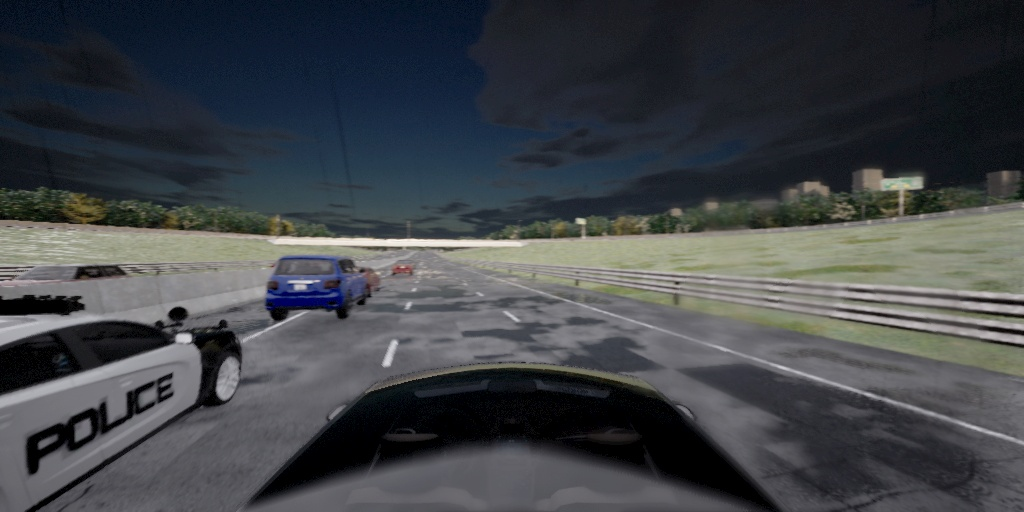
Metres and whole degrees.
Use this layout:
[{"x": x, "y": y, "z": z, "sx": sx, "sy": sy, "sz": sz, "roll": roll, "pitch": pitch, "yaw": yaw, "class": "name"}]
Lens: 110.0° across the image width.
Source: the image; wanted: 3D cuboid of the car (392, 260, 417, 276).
[{"x": -11.976, "y": 1.211, "z": 39.644, "sx": 2.097, "sy": 1.767, "sz": 4.553, "roll": 0, "pitch": 0, "yaw": -13, "class": "car"}]

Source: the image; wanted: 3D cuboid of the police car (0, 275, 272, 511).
[{"x": -4.364, "y": 1.165, "z": 3.168, "sx": 1.930, "sy": 1.638, "sz": 5.238, "roll": 0, "pitch": 0, "yaw": -13, "class": "police car"}]

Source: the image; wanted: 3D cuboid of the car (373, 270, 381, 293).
[{"x": -8.029, "y": 1.259, "z": 18.644, "sx": 1.882, "sy": 1.535, "sz": 5.008, "roll": 0, "pitch": 0, "yaw": -13, "class": "car"}]

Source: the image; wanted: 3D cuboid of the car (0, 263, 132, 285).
[{"x": -16.545, "y": 1.088, "z": 13.219, "sx": 2.097, "sy": 1.767, "sz": 4.553, "roll": 0, "pitch": 0, "yaw": -13, "class": "car"}]

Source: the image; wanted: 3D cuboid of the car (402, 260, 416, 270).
[{"x": -15.876, "y": 1.384, "z": 55.612, "sx": 1.837, "sy": 1.490, "sz": 4.892, "roll": 0, "pitch": 0, "yaw": -13, "class": "car"}]

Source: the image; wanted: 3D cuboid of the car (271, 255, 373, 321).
[{"x": -6.646, "y": 0.987, "z": 12.831, "sx": 2.150, "sy": 2.045, "sz": 5.566, "roll": 0, "pitch": 0, "yaw": -13, "class": "car"}]
